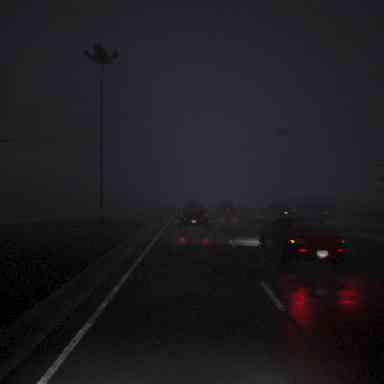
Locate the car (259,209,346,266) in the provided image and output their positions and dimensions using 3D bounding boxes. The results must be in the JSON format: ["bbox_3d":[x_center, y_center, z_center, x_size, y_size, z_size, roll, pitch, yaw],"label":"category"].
[{"bbox_3d":[3.602,1.527,11.464,1.812,1.442,4.674,0,0,0],"label":"car"}]

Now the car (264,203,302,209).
[{"bbox_3d":[7.126,1.567,27.304,1.994,1.385,4.181,0,0,0],"label":"car"}]

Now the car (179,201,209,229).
[{"bbox_3d":[0.115,1.527,21.677,1.812,1.442,4.674,0,0,0],"label":"car"}]

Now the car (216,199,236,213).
[{"bbox_3d":[3.643,1.529,36.150,1.812,1.442,4.674,0,0,0],"label":"car"}]

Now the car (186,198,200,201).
[{"bbox_3d":[0.156,1.529,43.963,1.812,1.442,4.674,0,0,0],"label":"car"}]

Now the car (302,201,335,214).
[{"bbox_3d":[10.630,1.481,28.910,1.882,1.535,5.008,0,0,0],"label":"car"}]
